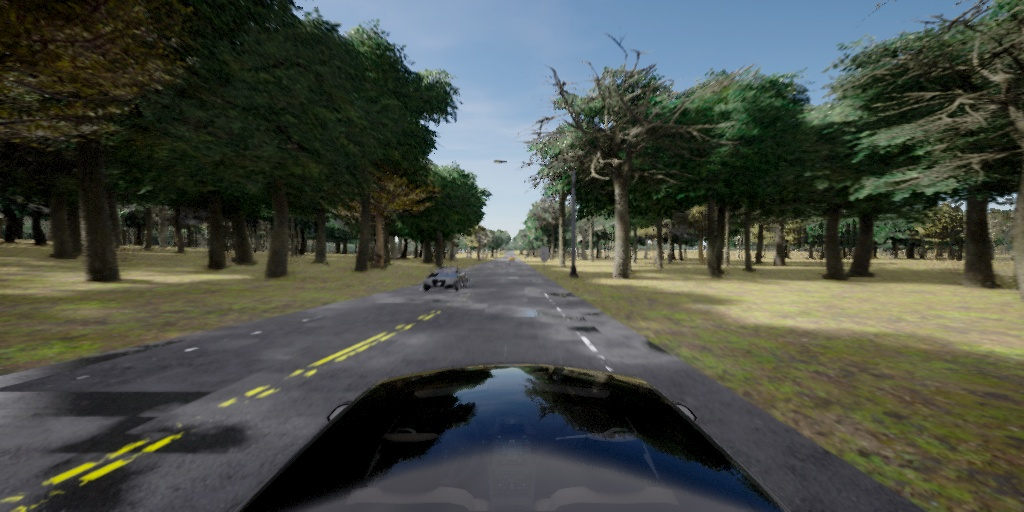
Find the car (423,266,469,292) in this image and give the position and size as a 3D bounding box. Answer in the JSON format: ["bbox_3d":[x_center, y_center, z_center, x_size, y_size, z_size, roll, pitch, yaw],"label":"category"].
[{"bbox_3d":[-3.830,1.307,21.320,1.994,1.385,4.181,0,0,4],"label":"car"}]
